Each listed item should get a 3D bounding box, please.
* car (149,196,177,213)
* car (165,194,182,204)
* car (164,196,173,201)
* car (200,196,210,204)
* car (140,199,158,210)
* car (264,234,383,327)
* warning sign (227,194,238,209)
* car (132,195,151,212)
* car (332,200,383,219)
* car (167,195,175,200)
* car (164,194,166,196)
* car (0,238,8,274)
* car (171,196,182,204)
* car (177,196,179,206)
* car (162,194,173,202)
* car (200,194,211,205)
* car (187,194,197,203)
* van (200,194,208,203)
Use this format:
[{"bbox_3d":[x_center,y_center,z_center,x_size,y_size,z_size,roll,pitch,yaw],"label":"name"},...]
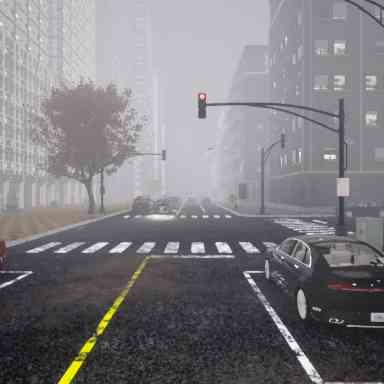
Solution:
[{"bbox_3d":[-3.146,1.510,37.116,2.128,1.511,4.902,0,0,0],"label":"car"},{"bbox_3d":[-3.156,1.516,56.438,1.882,1.535,5.008,0,0,0],"label":"car"},{"bbox_3d":[-5.798,1.631,83.484,2.008,1.369,4.403,0,0,0],"label":"car"},{"bbox_3d":[2.604,1.577,67.095,1.752,1.417,4.829,0,0,0],"label":"car"},{"bbox_3d":[-5.749,1.592,44.824,1.947,1.339,4.313,0,0,0],"label":"car"},{"bbox_3d":[2.680,1.551,6.923,2.008,1.369,4.403,0,0,0],"label":"car"},{"bbox_3d":[5.016,1.138,41.440,1.300,1.860,1.060,0,0,0],"label":"warning sign"},{"bbox_3d":[-5.742,1.336,39.301,2.192,1.841,5.009,0,0,0],"label":"car"},{"bbox_3d":[13.392,1.350,26.343,4.403,1.369,2.008,-1,1,-1],"label":"car"},{"bbox_3d":[-5.812,1.654,94.529,2.008,1.369,4.403,0,0,0],"label":"car"},{"bbox_3d":[-5.784,1.626,72.439,1.947,1.339,4.313,0,0,0],"label":"car"},{"bbox_3d":[-5.701,1.545,6.913,1.887,1.381,4.507,0,0,0],"label":"car"},{"bbox_3d":[-3.111,1.530,66.925,1.882,1.535,5.008,0,0,0],"label":"car"},{"bbox_3d":[-3.157,1.629,46.352,1.895,1.301,4.718,0,0,0],"label":"car"},{"bbox_3d":[-5.792,1.385,77.961,2.192,1.841,5.009,0,0,0],"label":"car"},{"bbox_3d":[2.611,1.610,61.402,1.947,1.339,4.313,0,0,0],"label":"car"},{"bbox_3d":[-0.088,1.602,68.630,2.033,1.411,5.357,0,0,0],"label":"car"},{"bbox_3d":[2.596,1.402,72.449,1.690,1.788,3.998,0,0,0],"label":"van"}]
